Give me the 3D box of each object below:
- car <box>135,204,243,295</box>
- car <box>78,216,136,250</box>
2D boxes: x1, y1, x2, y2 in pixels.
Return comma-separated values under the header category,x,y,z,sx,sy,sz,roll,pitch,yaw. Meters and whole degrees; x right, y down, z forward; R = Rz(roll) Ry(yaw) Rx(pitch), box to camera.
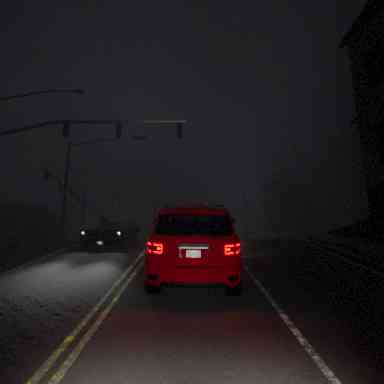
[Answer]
category,x,y,z,sx,sy,sz,roll,pitch,yaw
car,0.057,1.346,9.224,2.150,2.045,5.566,1,-1,1
car,-3.648,1.788,15.431,1.895,1.301,4.718,0,-2,0
